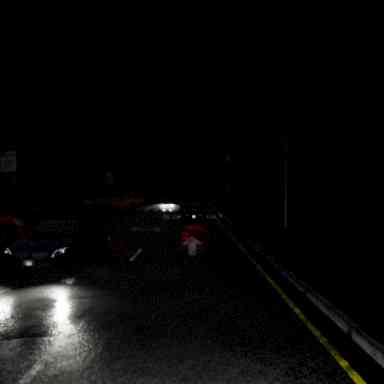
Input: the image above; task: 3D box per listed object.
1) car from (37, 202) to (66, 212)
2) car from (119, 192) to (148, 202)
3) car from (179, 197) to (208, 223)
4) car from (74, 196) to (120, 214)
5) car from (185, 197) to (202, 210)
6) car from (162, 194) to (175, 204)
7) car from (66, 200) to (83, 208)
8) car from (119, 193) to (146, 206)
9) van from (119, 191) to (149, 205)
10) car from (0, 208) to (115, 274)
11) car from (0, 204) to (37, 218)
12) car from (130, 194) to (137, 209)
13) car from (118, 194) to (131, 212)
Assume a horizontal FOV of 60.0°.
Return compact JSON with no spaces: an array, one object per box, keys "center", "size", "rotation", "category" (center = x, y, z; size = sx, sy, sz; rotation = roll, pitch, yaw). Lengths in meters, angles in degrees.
[{"center":[-9.138,1.418,16.880],"size":[4.792,1.488,2.163],"rotation":[-1,0,-20],"category":"car"},{"center":[-9.105,1.215,46.891],"size":[5.008,1.535,2.097],"rotation":[-1,1,-20],"category":"car"},{"center":[0.125,1.372,24.537],"size":[1.837,1.490,4.892],"rotation":[0,0,0],"category":"car"},{"center":[-9.117,1.336,28.872],"size":[4.892,1.521,2.231],"rotation":[-1,0,-20],"category":"car"},{"center":[0.230,1.337,41.732],"size":[2.033,1.411,5.357],"rotation":[0,0,0],"category":"car"},{"center":[-3.780,1.096,54.016],"size":[2.128,1.511,4.902],"rotation":[0,1,1],"category":"car"},{"center":[-9.151,1.415,19.871],"size":[4.674,1.452,2.002],"rotation":[-1,0,-20],"category":"car"},{"center":[-9.260,1.260,43.823],"size":[5.366,1.575,1.946],"rotation":[-1,1,-20],"category":"car"},{"center":[-9.238,0.887,52.835],"size":[4.442,1.987,1.878],"rotation":[-1,1,-20],"category":"van"},{"center":[-3.990,1.462,10.465],"size":[1.812,1.442,4.674],"rotation":[0,0,0],"category":"car"},{"center":[-9.217,1.279,13.859],"size":[4.553,1.767,2.185],"rotation":[-1,0,-20],"category":"car"},{"center":[-8.919,1.302,34.937],"size":[5.366,1.575,1.946],"rotation":[-1,0,-20],"category":"car"},{"center":[-8.926,1.316,31.936],"size":[5.366,1.575,1.946],"rotation":[-1,0,-20],"category":"car"}]
